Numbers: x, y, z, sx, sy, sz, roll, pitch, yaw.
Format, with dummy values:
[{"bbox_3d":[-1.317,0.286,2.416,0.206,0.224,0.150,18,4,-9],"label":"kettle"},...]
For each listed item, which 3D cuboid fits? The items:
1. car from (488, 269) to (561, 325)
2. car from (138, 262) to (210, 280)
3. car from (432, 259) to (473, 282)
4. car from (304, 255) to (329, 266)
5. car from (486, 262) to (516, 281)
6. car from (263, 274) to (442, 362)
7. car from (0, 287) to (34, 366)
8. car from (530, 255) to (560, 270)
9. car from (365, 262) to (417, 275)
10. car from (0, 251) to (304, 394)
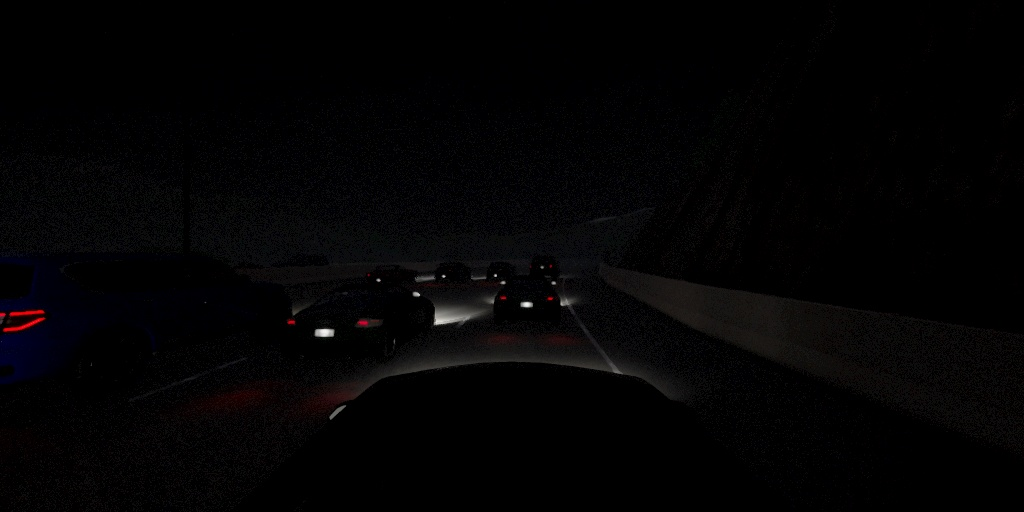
[{"bbox_3d":[0.536,1.308,11.860,1.994,1.385,4.181,0,0,4],"label":"car"},{"bbox_3d":[-29.139,1.218,31.139,1.994,1.385,4.181,0,0,9],"label":"car"},{"bbox_3d":[-4.585,1.224,28.466,1.837,1.490,4.892,0,0,9],"label":"car"},{"bbox_3d":[-18.491,0.903,31.443,2.150,2.045,5.566,0,0,10],"label":"car"},{"bbox_3d":[-0.841,1.233,29.658,1.837,1.490,4.892,0,0,10],"label":"car"},{"bbox_3d":[-3.164,1.301,8.219,1.994,1.385,4.181,0,0,2],"label":"car"},{"bbox_3d":[-10.280,1.285,4.865,1.994,1.385,4.181,0,0,1],"label":"car"},{"bbox_3d":[2.794,0.958,30.212,2.150,2.045,5.566,0,0,10],"label":"car"},{"bbox_3d":[-8.533,1.312,25.933,1.895,1.301,4.718,0,0,8],"label":"car"},{"bbox_3d":[-6.754,0.951,6.788,2.150,2.045,5.566,0,0,2],"label":"car"}]
